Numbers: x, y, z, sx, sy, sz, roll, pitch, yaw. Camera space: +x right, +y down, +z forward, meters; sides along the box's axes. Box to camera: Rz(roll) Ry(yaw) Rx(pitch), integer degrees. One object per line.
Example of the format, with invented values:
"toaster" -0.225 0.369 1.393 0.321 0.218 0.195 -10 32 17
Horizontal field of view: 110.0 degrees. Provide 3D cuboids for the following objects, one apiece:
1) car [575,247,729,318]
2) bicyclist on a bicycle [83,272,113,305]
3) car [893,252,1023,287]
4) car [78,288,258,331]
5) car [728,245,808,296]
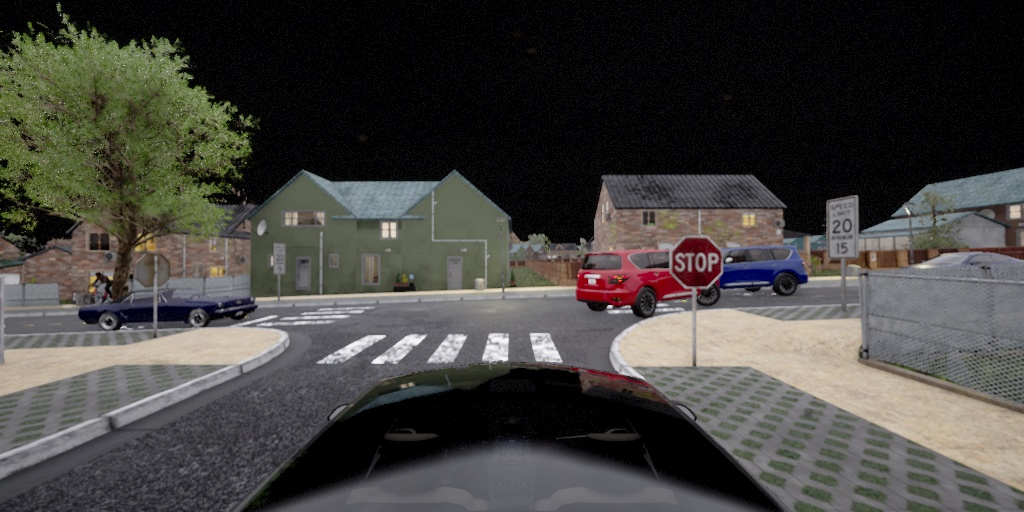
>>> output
"car" 4.660 0.779 12.166 5.566 2.045 2.150 -2 -1 -33
"bicyclist on a bicycle" -20.888 1.635 18.279 0.582 1.620 1.656 0 2 0
"car" 19.082 0.584 15.240 4.674 1.442 1.812 -2 -1 0
"car" -11.639 1.759 12.410 4.718 1.301 1.895 -2 -1 0
"car" 9.289 0.634 15.178 5.566 2.045 2.150 -2 -1 -2
